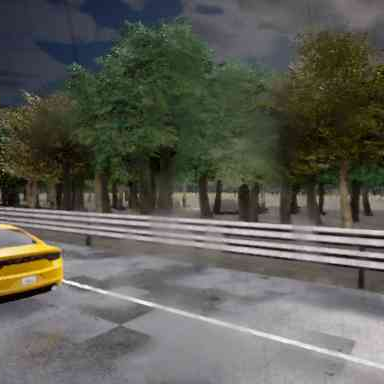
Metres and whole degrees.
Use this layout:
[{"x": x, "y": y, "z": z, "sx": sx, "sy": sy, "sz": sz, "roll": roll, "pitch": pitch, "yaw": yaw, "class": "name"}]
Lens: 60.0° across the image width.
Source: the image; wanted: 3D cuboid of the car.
[{"x": -4.986, "y": 1.452, "z": 7.527, "sx": 5.008, "sy": 1.535, "sz": 1.882, "roll": 0, "pitch": 0, "yaw": 36, "class": "car"}]
